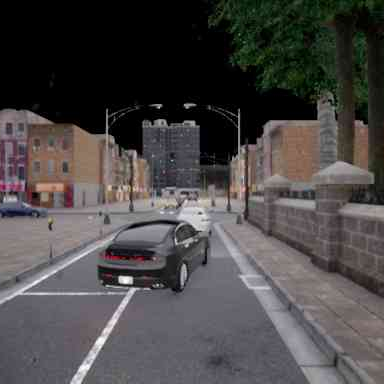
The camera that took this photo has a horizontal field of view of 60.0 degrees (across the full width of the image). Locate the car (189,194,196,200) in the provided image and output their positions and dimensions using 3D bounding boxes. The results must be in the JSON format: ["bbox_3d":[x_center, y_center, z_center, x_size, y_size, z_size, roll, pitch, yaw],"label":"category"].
[{"bbox_3d":[0.121,1.267,83.991,1.882,1.535,5.008,0,0,0],"label":"car"}]

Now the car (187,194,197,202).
[{"bbox_3d":[0.107,1.292,73.955,2.097,1.767,4.553,0,0,0],"label":"car"}]

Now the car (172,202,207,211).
[{"bbox_3d":[0.124,1.506,18.268,1.812,1.442,4.674,0,0,2],"label":"car"}]

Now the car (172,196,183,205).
[{"bbox_3d":[-2.554,1.476,59.207,1.752,1.417,4.829,0,0,0],"label":"car"}]

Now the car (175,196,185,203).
[{"bbox_3d":[-2.538,1.511,70.281,1.947,1.339,4.313,0,0,0],"label":"car"}]

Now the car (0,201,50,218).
[{"bbox_3d":[-14.561,1.516,28.343,4.674,1.442,1.812,0,0,0],"label":"car"}]

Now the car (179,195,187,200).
[{"bbox_3d":[-2.506,1.486,92.089,2.008,1.369,4.403,0,0,0],"label":"car"}]

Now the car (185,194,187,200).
[{"bbox_3d":[-2.546,1.514,64.828,1.947,1.339,4.313,0,0,0],"label":"car"}]

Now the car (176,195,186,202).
[{"bbox_3d":[-2.530,1.493,75.733,2.008,1.369,4.403,0,0,0],"label":"car"}]

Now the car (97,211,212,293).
[{"bbox_3d":[-0.749,1.496,8.992,1.837,1.490,4.892,0,0,14],"label":"car"}]

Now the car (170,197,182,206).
[{"bbox_3d":[-2.561,1.536,53.925,1.802,1.307,4.206,0,0,0],"label":"car"}]

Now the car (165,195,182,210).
[{"bbox_3d":[-2.577,1.487,42.851,1.752,1.417,4.829,0,0,0],"label":"car"}]

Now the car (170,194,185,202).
[{"bbox_3d":[-2.570,1.272,48.472,2.192,1.841,5.009,0,0,0],"label":"car"}]
